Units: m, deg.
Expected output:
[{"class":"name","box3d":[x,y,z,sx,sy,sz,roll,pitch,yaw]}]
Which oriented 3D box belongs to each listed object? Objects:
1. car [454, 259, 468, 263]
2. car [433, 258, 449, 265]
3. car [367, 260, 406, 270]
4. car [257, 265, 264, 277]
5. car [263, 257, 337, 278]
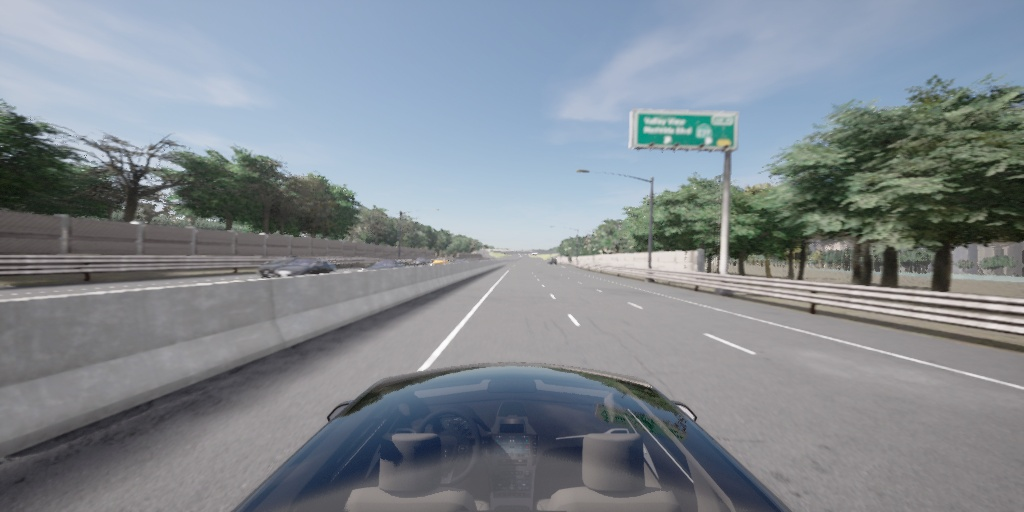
[{"class":"car","box3d":[-9.045,1.245,63.506,1.882,1.535,5.008,2,0,2]},{"class":"car","box3d":[-12.538,1.133,63.595,1.882,1.535,5.008,2,0,2]},{"class":"car","box3d":[-9.942,1.062,28.692,2.128,1.511,4.902,2,0,1]},{"class":"car","box3d":[-16.972,0.840,27.290,1.837,1.490,4.892,2,0,1]},{"class":"car","box3d":[-13.545,0.921,23.827,2.128,1.511,4.902,2,0,1]}]
